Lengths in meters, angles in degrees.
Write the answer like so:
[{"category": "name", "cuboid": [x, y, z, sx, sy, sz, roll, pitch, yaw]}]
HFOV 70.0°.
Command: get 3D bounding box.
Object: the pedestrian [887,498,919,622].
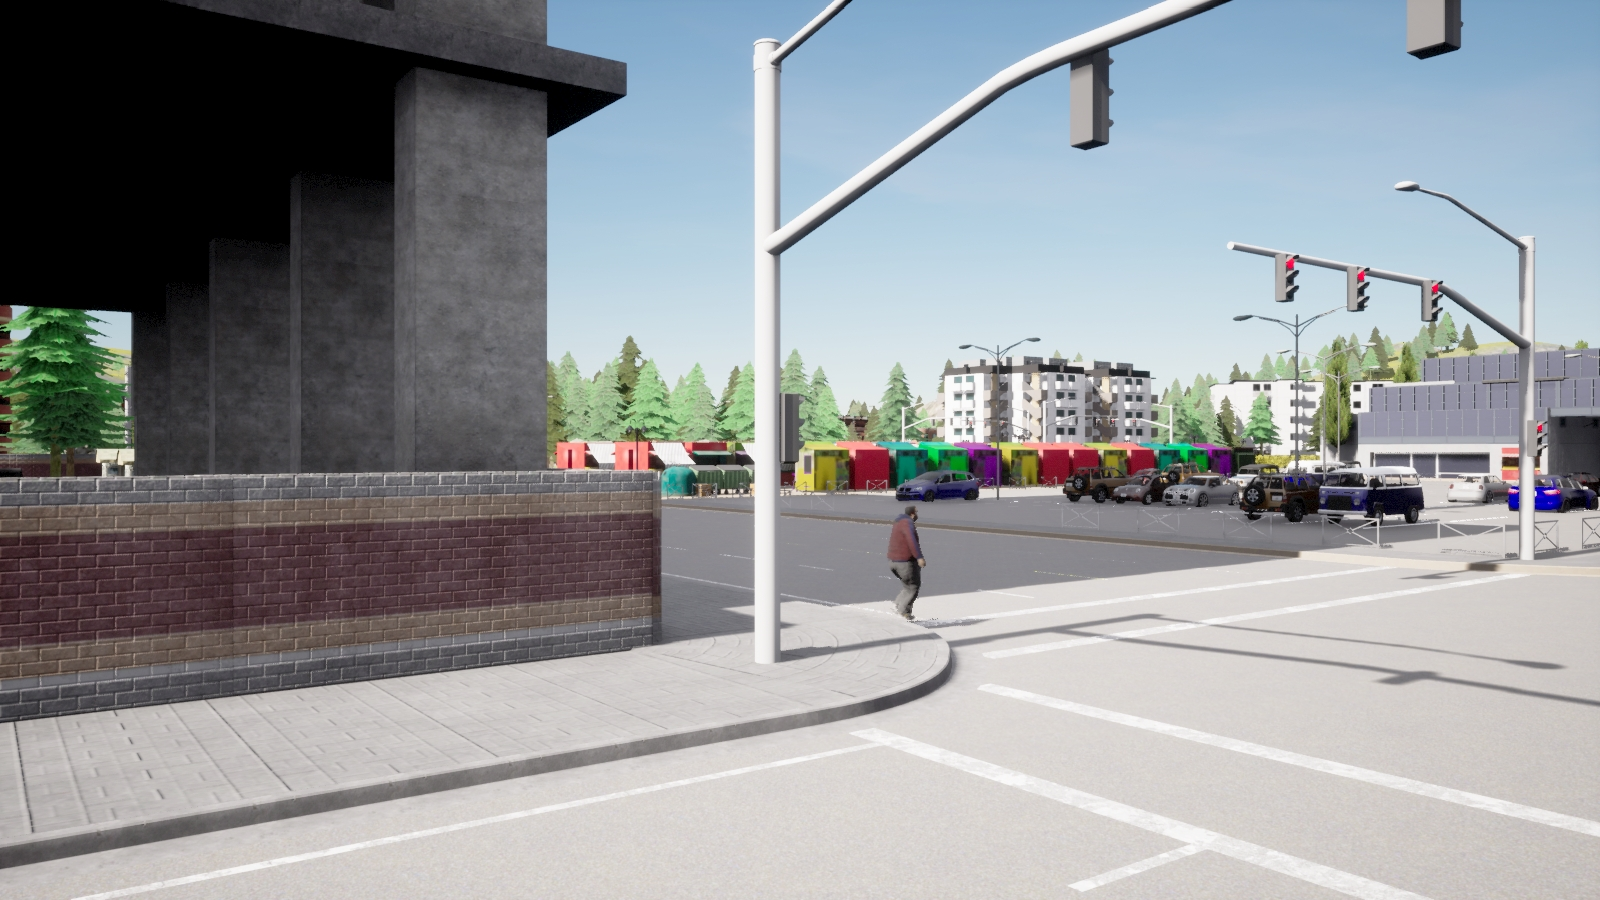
[{"category": "pedestrian", "cuboid": [1.581, 1.671, 17.527, 0.375, 1.860, 0.375, 0, 0, -18]}]
